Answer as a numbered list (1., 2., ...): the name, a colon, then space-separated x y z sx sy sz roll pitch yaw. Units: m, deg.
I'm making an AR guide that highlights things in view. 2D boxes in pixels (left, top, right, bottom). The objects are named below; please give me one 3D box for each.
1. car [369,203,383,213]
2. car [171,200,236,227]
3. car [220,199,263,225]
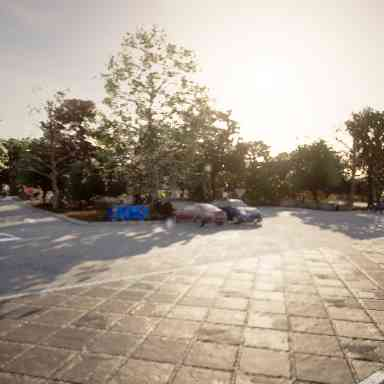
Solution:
1. car: 22.882 1.697 38.177 2.002 1.452 4.674 1 0 -35
2. car: 0.424 1.491 22.297 2.002 1.452 4.674 1 0 -36
3. car: 2.974 1.347 24.183 2.185 1.767 4.553 0 0 -35
